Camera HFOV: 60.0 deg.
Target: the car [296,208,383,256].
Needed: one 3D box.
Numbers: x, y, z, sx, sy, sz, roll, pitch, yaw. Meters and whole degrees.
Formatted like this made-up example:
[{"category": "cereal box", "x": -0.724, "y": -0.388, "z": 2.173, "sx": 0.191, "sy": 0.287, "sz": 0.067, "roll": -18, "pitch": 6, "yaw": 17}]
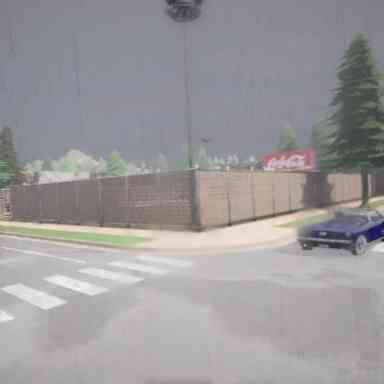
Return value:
[{"category": "car", "x": 5.581, "y": 1.280, "z": 11.840, "sx": 1.895, "sy": 1.301, "sz": 4.718, "roll": -2, "pitch": 1, "yaw": 45}]
